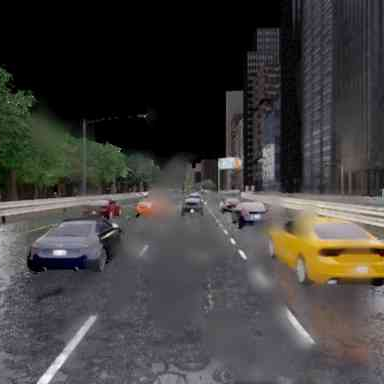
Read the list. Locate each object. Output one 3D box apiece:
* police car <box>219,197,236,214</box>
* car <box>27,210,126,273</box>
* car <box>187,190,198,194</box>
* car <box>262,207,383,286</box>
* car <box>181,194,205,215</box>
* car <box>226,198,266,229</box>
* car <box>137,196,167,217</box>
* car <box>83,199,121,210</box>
[{"bbox_3d":[3.607,1.233,31.272,2.038,1.542,4.974,0,1,0],"label":"police car"},{"bbox_3d":[-3.384,1.503,10.522,1.994,1.385,4.181,0,1,0],"label":"car"},{"bbox_3d":[0.417,0.945,56.820,1.882,1.535,5.008,0,1,1],"label":"car"},{"bbox_3d":[3.510,1.428,9.330,1.882,1.535,5.008,0,1,0],"label":"car"},{"bbox_3d":[0.051,1.249,29.796,1.837,1.490,4.892,0,1,1],"label":"car"},{"bbox_3d":[3.546,1.344,20.331,2.163,1.488,4.792,0,1,0],"label":"car"},{"bbox_3d":[-3.309,1.112,28.124,2.097,1.767,4.553,0,1,0],"label":"car"},{"bbox_3d":[-6.825,1.263,25.659,1.882,1.535,5.008,0,1,0],"label":"car"}]
